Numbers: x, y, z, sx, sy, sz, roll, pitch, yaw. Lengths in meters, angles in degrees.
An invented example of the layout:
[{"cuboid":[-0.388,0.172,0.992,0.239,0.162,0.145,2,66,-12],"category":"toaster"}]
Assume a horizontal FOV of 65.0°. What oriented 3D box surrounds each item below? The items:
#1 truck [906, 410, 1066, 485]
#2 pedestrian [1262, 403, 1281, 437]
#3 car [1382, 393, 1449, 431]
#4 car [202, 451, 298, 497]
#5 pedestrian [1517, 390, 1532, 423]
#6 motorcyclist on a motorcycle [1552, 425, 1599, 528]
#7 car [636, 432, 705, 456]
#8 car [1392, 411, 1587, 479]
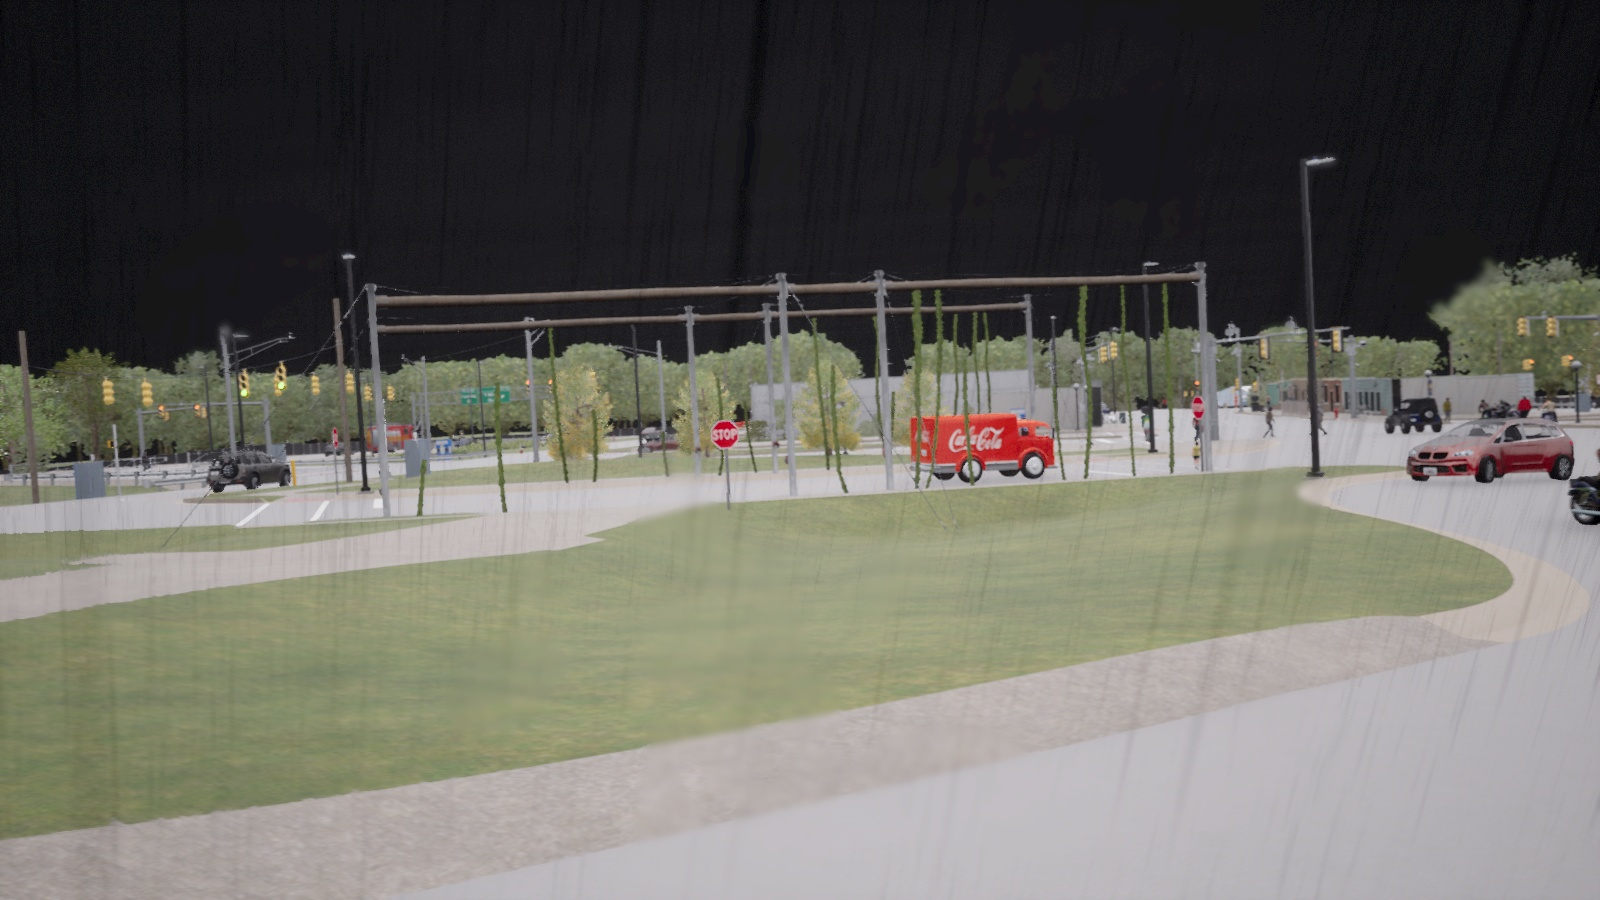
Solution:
[{"cuboid":[6.913,-0.151,46.858,5.204,2.467,2.627,-3,2,-19],"category":"truck"},{"cuboid":[26.526,-1.688,70.583,0.869,1.805,0.328,-4,3,-4],"category":"pedestrian"},{"cuboid":[32.892,-1.997,67.199,1.905,1.878,3.866,-3,1,6],"category":"car"},{"cuboid":[-25.481,1.063,58.404,1.932,1.855,4.605,-3,1,6],"category":"car"},{"cuboid":[41.807,-2.498,72.449,0.634,1.844,0.899,-2,3,28],"category":"pedestrian"},{"cuboid":[13.454,0.443,20.413,0.766,1.649,2.350,-3,2,-7],"category":"motorcyclist on a motorcycle"},{"cuboid":[-9.704,-0.436,94.573,4.792,1.488,2.163,-3,2,4],"category":"car"},{"cuboid":[18.388,-0.154,33.496,4.611,1.667,2.242,-1,0,-25],"category":"car"}]
